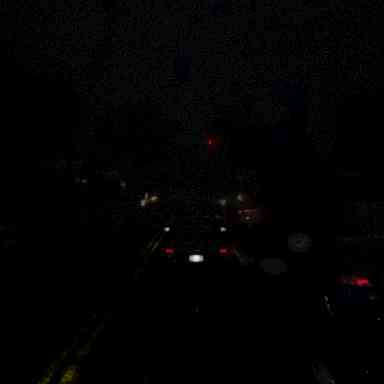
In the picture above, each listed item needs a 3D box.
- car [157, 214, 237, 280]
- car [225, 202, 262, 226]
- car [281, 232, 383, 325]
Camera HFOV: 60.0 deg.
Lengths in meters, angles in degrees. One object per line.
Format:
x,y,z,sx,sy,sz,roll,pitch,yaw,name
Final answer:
0.100,1.537,9.860,1.994,1.385,4.181,0,0,0,car
3.359,1.430,22.459,2.128,1.511,4.902,0,0,-2,car
3.350,1.545,7.207,1.994,1.385,4.181,0,0,0,car
